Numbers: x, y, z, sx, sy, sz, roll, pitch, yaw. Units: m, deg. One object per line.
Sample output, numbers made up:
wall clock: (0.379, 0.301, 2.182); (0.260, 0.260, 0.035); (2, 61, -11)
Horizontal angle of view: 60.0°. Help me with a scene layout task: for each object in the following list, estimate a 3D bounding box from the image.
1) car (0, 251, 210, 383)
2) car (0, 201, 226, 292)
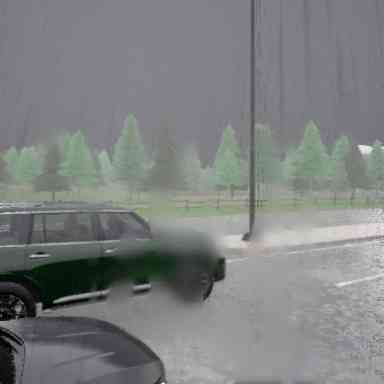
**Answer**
car: (-2.410, 1.496, 1.885); (4.892, 1.490, 1.837); (0, 0, -35)
car: (-1.973, 1.199, 6.427); (5.566, 2.045, 2.150); (0, 0, -33)
